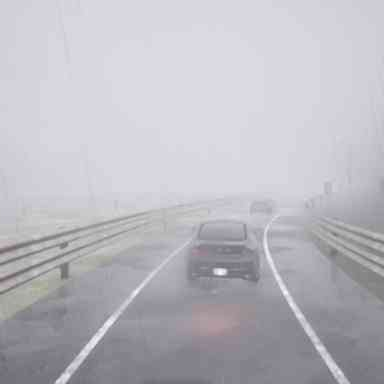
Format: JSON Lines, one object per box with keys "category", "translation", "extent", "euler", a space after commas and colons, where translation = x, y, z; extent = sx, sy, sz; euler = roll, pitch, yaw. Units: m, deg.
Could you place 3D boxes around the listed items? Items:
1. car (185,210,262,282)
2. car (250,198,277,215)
{"category": "car", "translation": [0.981, 1.527, 9.897], "extent": [1.837, 1.490, 4.892], "euler": [0, 1, 8]}
{"category": "car", "translation": [6.570, 1.250, 30.432], "extent": [2.128, 1.511, 4.902], "euler": [1, 1, 22]}
